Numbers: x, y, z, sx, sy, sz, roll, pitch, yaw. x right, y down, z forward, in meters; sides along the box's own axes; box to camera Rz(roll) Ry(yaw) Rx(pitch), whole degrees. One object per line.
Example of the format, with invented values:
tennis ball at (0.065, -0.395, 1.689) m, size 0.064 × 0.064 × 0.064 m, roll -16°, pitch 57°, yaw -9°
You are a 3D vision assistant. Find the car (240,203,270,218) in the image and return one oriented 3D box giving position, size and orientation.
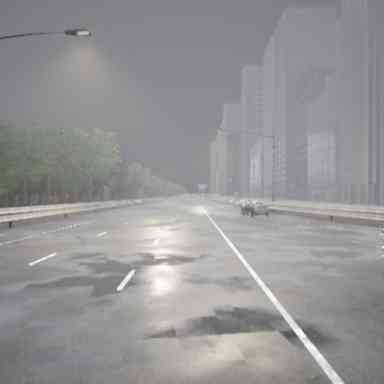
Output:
car at (6.416, 1.842, 34.355) m, size 2.128 × 1.511 × 4.902 m, roll 0°, pitch -1°, yaw -9°
